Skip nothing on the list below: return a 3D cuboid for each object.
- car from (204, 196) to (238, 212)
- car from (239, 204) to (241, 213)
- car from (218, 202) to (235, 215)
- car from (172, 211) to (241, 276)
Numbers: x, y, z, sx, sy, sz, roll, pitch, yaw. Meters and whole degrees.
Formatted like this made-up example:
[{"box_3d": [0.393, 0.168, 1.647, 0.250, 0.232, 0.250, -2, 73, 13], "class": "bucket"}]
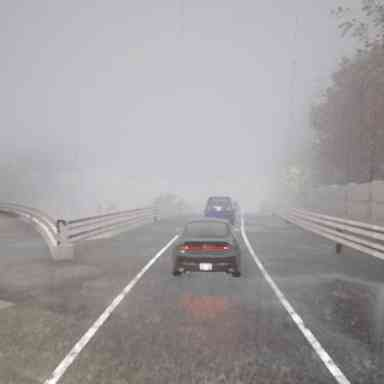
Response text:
[{"box_3d": [2.205, 1.367, 25.510, 2.150, 2.045, 5.566, 0, -2, 8], "class": "car"}, {"box_3d": [7.551, 2.726, 60.168, 2.150, 2.045, 5.566, 0, -4, 10], "class": "car"}, {"box_3d": [4.241, 1.965, 39.904, 1.812, 1.442, 4.674, 0, -2, 9], "class": "car"}, {"box_3d": [0.484, 1.569, 10.525, 1.837, 1.490, 4.892, 0, 0, 3], "class": "car"}]
